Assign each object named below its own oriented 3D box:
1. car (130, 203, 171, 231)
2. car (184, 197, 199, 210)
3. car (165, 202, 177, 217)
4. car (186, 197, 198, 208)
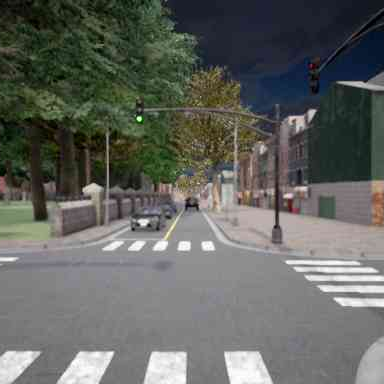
[{"bbox_3d":[-2.851,1.720,22.439,2.128,1.511,4.902,0,-1,1],"label":"car"},{"bbox_3d":[-0.045,1.780,51.723,2.150,2.045,5.566,0,-1,0],"label":"car"},{"bbox_3d":[-2.876,1.886,32.773,2.033,1.411,5.357,0,-1,0],"label":"car"},{"bbox_3d":[-0.054,1.909,62.143,2.150,2.045,5.566,0,-1,0],"label":"car"}]
